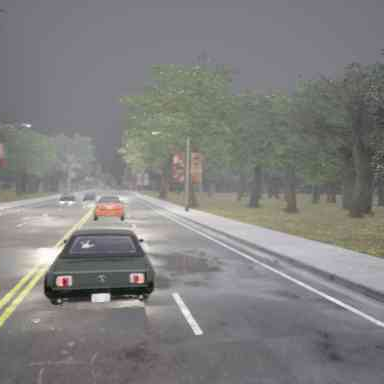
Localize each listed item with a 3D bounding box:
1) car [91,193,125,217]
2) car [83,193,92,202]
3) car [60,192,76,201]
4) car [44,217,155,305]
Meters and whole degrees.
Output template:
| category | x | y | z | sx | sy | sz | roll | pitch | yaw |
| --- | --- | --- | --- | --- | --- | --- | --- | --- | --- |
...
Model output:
| category | x | y | z | sx | sy | sz | roll | pitch | yaw |
| --- | --- | --- | --- | --- | --- | --- | --- | --- | --- |
| car | -6.188 | 1.090 | 25.021 | 2.097 | 1.767 | 4.553 | 1 | 0 | -13 |
| car | -16.157 | 0.806 | 52.716 | 2.033 | 1.411 | 5.357 | 1 | 1 | -13 |
| car | -19.356 | 0.744 | 52.132 | 1.994 | 1.385 | 4.181 | 1 | 1 | -13 |
| car | -2.082 | 1.516 | 7.899 | 1.895 | 1.301 | 4.718 | 1 | 0 | -14 |
